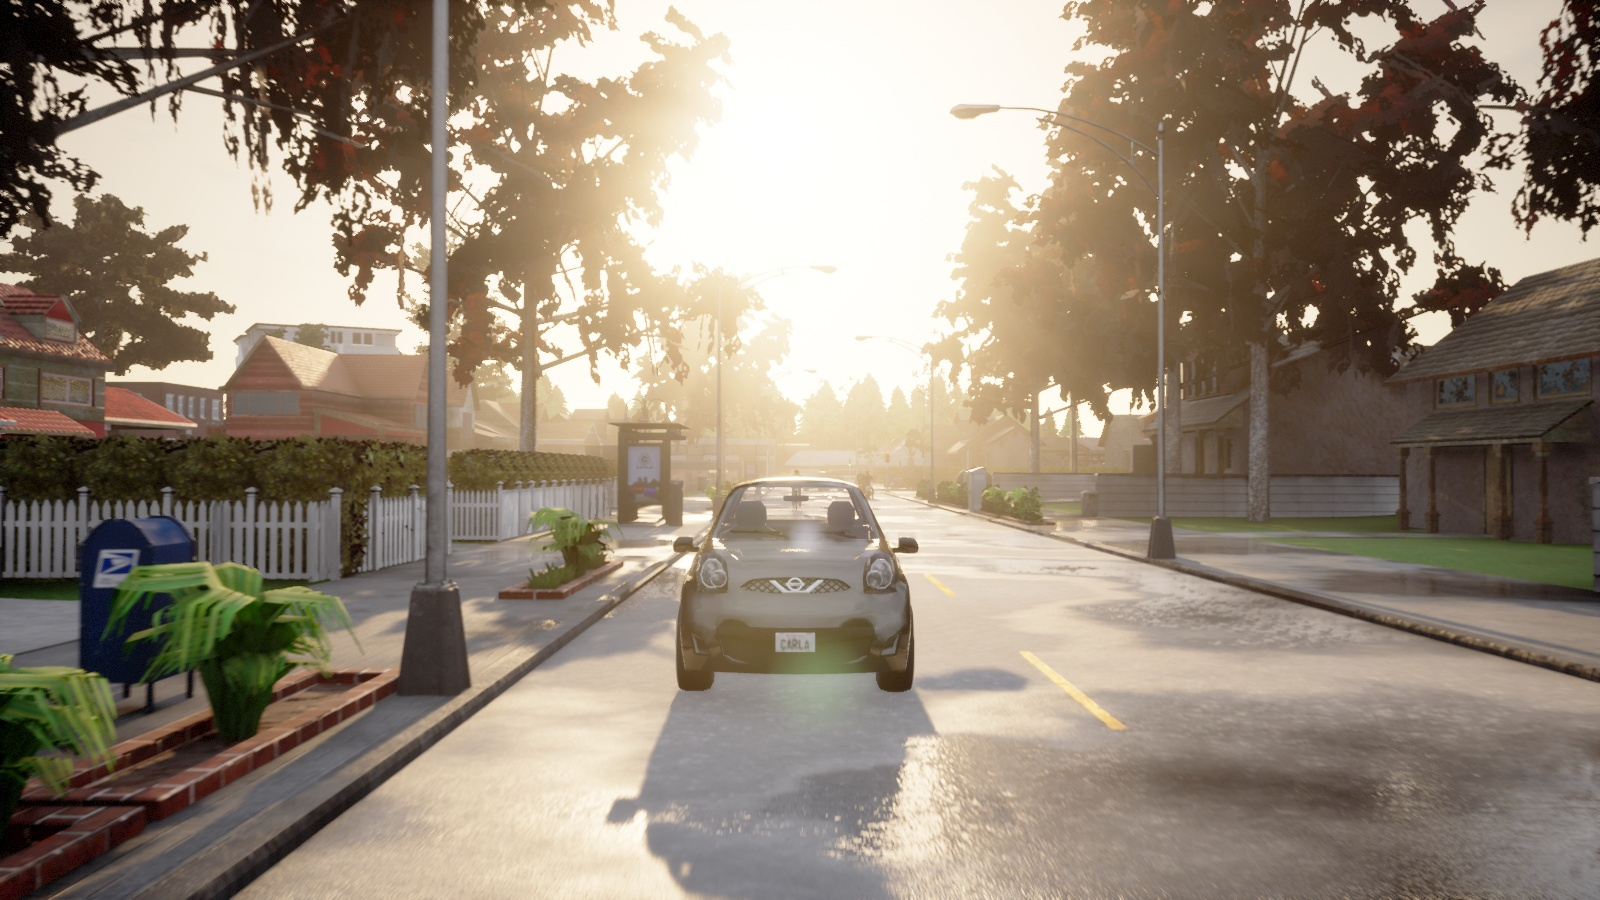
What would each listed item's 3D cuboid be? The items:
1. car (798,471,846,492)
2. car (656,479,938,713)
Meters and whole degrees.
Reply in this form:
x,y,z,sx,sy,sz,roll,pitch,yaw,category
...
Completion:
x,y,z,sx,sy,sz,roll,pitch,yaw,category
1.744,2.407,96.855,1.789,1.549,3.705,-1,-2,39,car
-0.025,0.997,10.052,1.845,1.501,3.633,0,-1,0,car
